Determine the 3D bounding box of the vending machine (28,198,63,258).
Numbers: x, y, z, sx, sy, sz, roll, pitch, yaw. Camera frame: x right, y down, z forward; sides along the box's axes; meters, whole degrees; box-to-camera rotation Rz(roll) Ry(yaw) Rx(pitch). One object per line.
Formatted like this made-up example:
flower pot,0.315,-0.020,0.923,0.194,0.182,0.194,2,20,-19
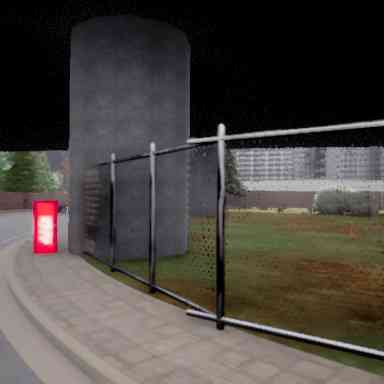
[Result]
vending machine,-5.426,1.291,12.344,1.100,2.100,0.880,1,-1,-24

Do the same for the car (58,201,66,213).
car,-16.550,1.798,38.726,1.837,1.490,4.892,0,0,9
